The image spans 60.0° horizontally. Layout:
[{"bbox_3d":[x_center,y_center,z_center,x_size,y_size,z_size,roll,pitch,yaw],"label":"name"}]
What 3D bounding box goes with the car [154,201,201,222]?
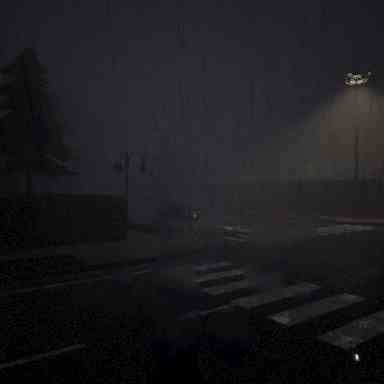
[{"bbox_3d":[-1.210,1.469,26.051,2.128,1.511,4.902,0,0,-35],"label":"car"}]
